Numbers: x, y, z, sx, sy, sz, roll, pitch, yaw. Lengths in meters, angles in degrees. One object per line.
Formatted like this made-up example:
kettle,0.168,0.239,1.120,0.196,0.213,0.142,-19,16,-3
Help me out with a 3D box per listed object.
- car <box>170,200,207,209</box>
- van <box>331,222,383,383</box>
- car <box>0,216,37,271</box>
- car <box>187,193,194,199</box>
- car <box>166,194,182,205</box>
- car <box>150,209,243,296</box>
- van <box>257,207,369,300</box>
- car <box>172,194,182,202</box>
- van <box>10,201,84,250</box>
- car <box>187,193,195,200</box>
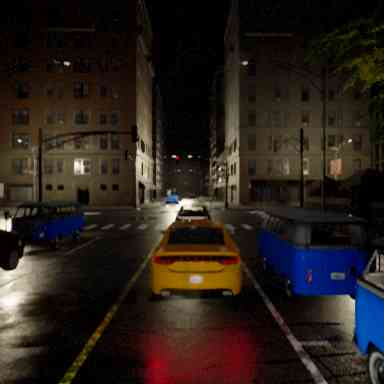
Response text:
car,0.074,1.410,17.994,2.128,1.511,4.902,0,0,0
van,2.679,1.331,2.329,1.690,1.788,3.998,0,0,0
car,-5.822,1.510,8.014,1.887,1.381,4.507,0,0,0
car,-0.317,0.950,88.803,1.837,1.490,4.892,0,0,-1
car,-3.080,1.239,53.415,1.882,1.535,5.008,0,1,0
car,0.113,1.440,8.574,1.882,1.535,5.008,0,0,1
van,2.704,1.306,7.987,1.690,1.788,3.998,0,0,0
car,-3.141,1.175,68.554,1.882,1.535,5.008,0,1,0
van,-5.797,1.281,13.674,1.690,1.788,3.998,0,0,0
car,-0.228,1.243,78.831,1.895,1.301,4.718,0,0,-1
